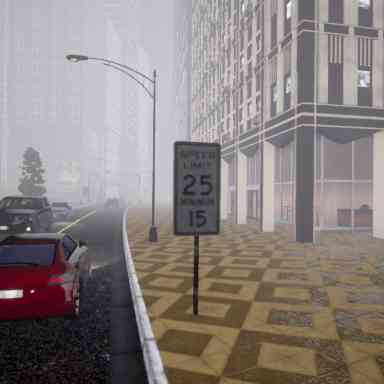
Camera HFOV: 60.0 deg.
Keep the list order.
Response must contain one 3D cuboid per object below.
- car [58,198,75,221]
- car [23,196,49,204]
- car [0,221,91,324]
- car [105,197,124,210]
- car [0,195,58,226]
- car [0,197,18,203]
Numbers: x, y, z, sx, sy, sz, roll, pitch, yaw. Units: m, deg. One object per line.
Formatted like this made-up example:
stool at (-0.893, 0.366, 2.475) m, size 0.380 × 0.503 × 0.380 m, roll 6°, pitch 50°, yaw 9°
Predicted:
car at (-10.656, 1.510, 26.850) m, size 1.812 × 1.442 × 4.674 m, roll 1°, pitch 0°, yaw -11°
car at (-32.390, 1.658, 69.197) m, size 4.403 × 1.369 × 2.008 m, roll 0°, pitch 1°, yaw 1°
car at (-3.290, 1.568, 7.152) m, size 1.994 × 1.385 × 4.181 m, roll 1°, pitch 0°, yaw -13°
car at (-10.494, 1.530, 44.206) m, size 1.837 × 1.490 × 4.892 m, roll 1°, pitch 0°, yaw -9°
car at (-8.661, 1.201, 17.041) m, size 2.150 × 2.045 × 5.566 m, roll 1°, pitch 0°, yaw -12°
car at (-43.424, 1.815, 77.861) m, size 4.313 × 1.339 × 1.947 m, roll 0°, pitch 1°, yaw 1°
